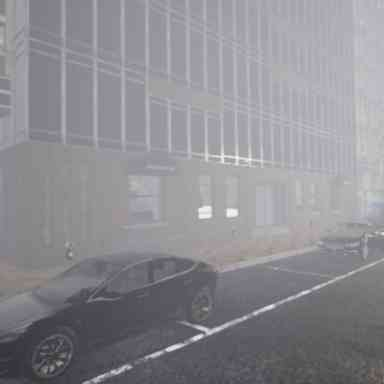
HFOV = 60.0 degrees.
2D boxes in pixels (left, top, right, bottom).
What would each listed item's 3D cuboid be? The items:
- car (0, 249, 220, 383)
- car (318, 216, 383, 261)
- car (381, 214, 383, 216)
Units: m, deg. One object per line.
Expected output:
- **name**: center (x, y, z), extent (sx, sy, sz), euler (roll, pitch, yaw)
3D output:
- **car**: center (-1.314, 1.770, 5.842), extent (4.313, 1.339, 1.947), euler (1, -2, -44)
- **car**: center (6.757, 1.888, 13.745), extent (4.403, 1.369, 2.008), euler (1, -2, -44)
- **car**: center (10.791, 1.846, 17.701), extent (4.097, 1.590, 1.967), euler (1, -2, -44)
